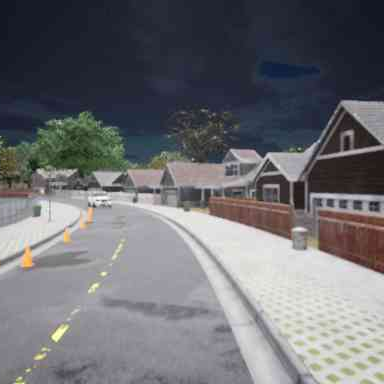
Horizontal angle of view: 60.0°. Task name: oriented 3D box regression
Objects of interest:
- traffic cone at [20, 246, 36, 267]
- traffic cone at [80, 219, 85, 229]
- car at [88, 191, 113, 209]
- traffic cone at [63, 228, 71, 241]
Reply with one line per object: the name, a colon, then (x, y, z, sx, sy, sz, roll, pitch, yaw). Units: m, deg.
traffic cone: (-4.979, 1.930, 10.086, 0.340, 0.580, 0.340, 0, 0, -6)
traffic cone: (-6.467, 1.860, 19.735, 0.340, 0.580, 0.340, 0, 1, -11)
car: (-11.505, 0.940, 41.547, 2.150, 2.045, 5.566, 0, 0, -27)
traffic cone: (-5.611, 1.899, 14.928, 0.340, 0.580, 0.340, 0, 0, -9)
